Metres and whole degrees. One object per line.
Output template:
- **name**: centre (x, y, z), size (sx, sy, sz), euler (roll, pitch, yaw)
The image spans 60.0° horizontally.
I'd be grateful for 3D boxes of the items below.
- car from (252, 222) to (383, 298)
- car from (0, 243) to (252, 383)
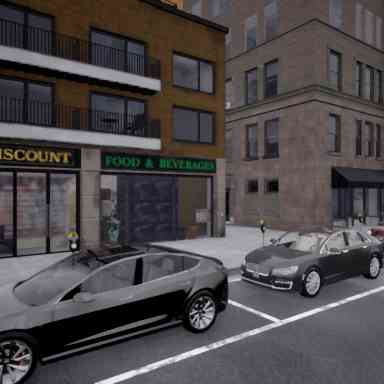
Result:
- **car**: centre (3.160, 1.551, 8.405), size (4.403, 1.369, 2.008), euler (0, 0, -35)
- **car**: centre (-1.349, 1.566, 5.224), size (4.313, 1.339, 1.947), euler (0, 0, -35)
